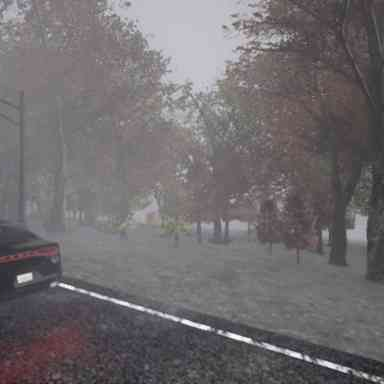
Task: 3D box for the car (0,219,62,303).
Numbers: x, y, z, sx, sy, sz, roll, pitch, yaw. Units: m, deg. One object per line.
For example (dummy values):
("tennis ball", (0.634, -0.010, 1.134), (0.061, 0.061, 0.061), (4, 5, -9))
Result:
("car", (-4.827, 1.320, 7.085), (5.008, 1.535, 1.882), (-1, 2, 36))
